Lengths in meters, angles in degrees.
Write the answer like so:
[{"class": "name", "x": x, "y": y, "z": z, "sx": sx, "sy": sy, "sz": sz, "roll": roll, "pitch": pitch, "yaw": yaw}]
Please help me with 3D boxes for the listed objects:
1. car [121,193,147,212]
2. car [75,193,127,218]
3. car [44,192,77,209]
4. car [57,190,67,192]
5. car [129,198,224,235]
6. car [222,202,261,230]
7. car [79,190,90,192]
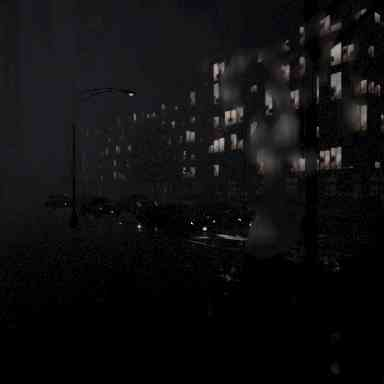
[{"class": "car", "x": -4.625, "y": 0.911, "z": 27.462, "sx": 2.097, "sy": 1.767, "sz": 4.553, "roll": 0, "pitch": 1, "yaw": -38}, {"class": "car", "x": -7.054, "y": 1.092, "z": 25.288, "sx": 1.812, "sy": 1.442, "sz": 4.674, "roll": 0, "pitch": 1, "yaw": -38}, {"class": "car", "x": -13.255, "y": 0.947, "z": 33.186, "sx": 1.994, "sy": 1.385, "sz": 4.181, "roll": 0, "pitch": 1, "yaw": -38}, {"class": "car", "x": -25.424, "y": 0.299, "z": 64.814, "sx": 1.812, "sy": 1.442, "sz": 4.674, "roll": 0, "pitch": 1, "yaw": -38}, {"class": "car", "x": -1.040, "y": 1.292, "z": 17.663, "sx": 2.033, "sy": 1.411, "sz": 5.357, "roll": 0, "pitch": 1, "yaw": -38}, {"class": "car", "x": 1.566, "y": 1.289, "z": 19.662, "sx": 2.033, "sy": 1.411, "sz": 5.357, "roll": 0, "pitch": 1, "yaw": -36}, {"class": "car", "x": -18.092, "y": 0.485, "z": 55.463, "sx": 2.128, "sy": 1.511, "sz": 4.902, "roll": 0, "pitch": 1, "yaw": -38}]
